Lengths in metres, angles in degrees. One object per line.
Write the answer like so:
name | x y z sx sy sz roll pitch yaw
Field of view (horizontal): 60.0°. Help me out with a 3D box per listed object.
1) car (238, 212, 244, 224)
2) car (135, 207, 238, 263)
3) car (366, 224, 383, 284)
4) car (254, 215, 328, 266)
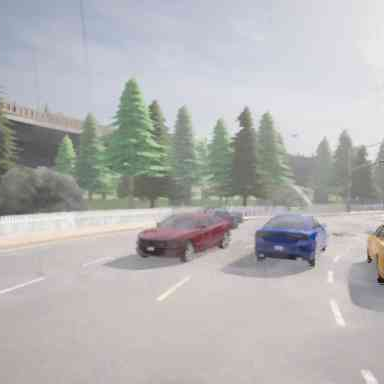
car | 1.246 1.647 21.154 2.033 1.411 5.357 0 0 40
car | -0.131 1.526 12.605 1.882 1.535 5.008 0 0 28
car | 6.192 1.595 9.478 1.882 1.535 5.008 0 0 24
car | 3.803 1.576 12.292 1.882 1.535 5.008 0 0 28
